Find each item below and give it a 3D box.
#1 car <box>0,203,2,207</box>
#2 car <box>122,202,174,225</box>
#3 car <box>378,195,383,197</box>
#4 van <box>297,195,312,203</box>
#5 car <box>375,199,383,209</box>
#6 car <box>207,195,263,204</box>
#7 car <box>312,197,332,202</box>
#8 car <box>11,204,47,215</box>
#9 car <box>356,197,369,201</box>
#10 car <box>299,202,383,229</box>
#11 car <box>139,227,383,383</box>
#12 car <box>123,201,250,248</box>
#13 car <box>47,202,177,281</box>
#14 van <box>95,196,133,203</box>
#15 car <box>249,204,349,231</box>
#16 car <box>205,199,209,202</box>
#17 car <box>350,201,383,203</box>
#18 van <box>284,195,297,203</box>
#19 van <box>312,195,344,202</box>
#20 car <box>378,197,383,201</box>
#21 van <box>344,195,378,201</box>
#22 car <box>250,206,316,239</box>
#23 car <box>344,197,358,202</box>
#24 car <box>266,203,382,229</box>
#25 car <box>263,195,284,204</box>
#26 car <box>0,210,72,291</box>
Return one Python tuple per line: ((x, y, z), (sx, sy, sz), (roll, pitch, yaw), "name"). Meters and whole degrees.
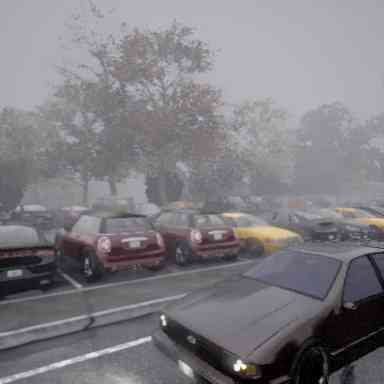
((-12.528, 1.223, 19.315), (2.435, 2.045, 5.566), (0, 0, -35), "car")
((-3.516, 1.559, 25.761), (2.002, 1.452, 4.674), (0, 0, -35), "car")
((25.914, 1.499, 46.720), (2.435, 2.045, 5.566), (1, -1, -35), "car")
((10.067, 1.361, 35.559), (1.878, 1.987, 4.442), (0, 0, -35), "van")
((30.550, 1.818, 49.753), (1.946, 1.575, 5.366), (1, -1, -35), "car")
((3.378, 1.302, 30.626), (2.435, 2.045, 5.566), (0, 0, -35), "car")
((12.388, 1.598, 37.073), (2.097, 1.535, 5.008), (0, 0, -35), "car")
((-10.182, 1.486, 21.011), (2.097, 1.535, 5.008), (0, 0, -35), "car")
((19.038, 1.681, 41.831), (2.163, 1.488, 4.792), (1, 0, -35), "car")
((8.711, 1.540, 18.175), (1.946, 1.575, 5.366), (0, 0, -35), "car")
((2.100, 1.547, 5.184), (5.357, 1.411, 2.033), (0, 0, -36), "car")
((-0.428, 1.373, 11.866), (2.185, 1.767, 4.553), (0, 0, -35), "car")
((-2.690, 1.361, 10.257), (2.185, 1.767, 4.553), (0, 0, -35), "car")
((-5.839, 1.282, 24.249), (1.878, 1.987, 4.442), (0, 0, -35), "van")
((4.082, 1.522, 15.104), (2.231, 1.521, 4.892), (0, 0, -35), "car")
((-1.152, 1.530, 27.432), (2.097, 1.535, 5.008), (0, 0, -35), "car")
((13.146, 1.595, 21.520), (2.163, 1.488, 4.792), (0, 0, -35), "car")
((7.944, 1.350, 33.763), (1.878, 1.987, 4.442), (0, 0, -35), "van")
((14.725, 1.386, 38.595), (1.878, 1.987, 4.442), (0, 0, -36), "van")
((23.688, 1.745, 45.066), (2.163, 1.488, 4.792), (1, -1, -35), "car")
((21.248, 1.455, 43.509), (1.878, 1.987, 4.442), (1, 0, -35), "van")
((1.924, 1.506, 13.349), (1.946, 1.575, 5.366), (0, 0, -35), "car")
((16.887, 1.658, 40.301), (2.163, 1.488, 4.792), (0, 0, -35), "car")
((6.338, 1.533, 16.723), (2.231, 1.521, 4.892), (0, 0, -35), "car")
((5.636, 1.313, 32.231), (2.435, 2.045, 5.566), (0, 0, -35), "car")
((-4.968, 1.476, 8.669), (2.097, 1.535, 5.008), (0, 0, -35), "car")
